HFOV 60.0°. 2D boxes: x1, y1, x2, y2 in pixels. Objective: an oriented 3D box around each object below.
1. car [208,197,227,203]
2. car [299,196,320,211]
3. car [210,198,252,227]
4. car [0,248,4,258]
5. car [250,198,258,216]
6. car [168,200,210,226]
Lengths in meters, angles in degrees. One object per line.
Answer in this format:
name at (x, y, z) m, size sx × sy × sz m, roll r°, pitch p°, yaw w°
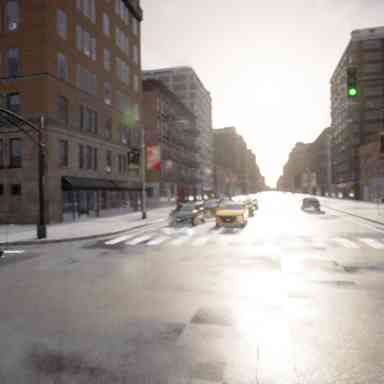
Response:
car at (1.938, 1.462, 33.123) m, size 1.882 × 1.535 × 5.008 m, roll -1°, pitch 0°, yaw 14°
car at (13.126, 1.275, 37.185) m, size 1.837 × 1.490 × 4.892 m, roll -1°, pitch 0°, yaw 14°
car at (2.801, 1.440, 22.916) m, size 1.882 × 1.535 × 5.008 m, roll -1°, pitch 0°, yaw 14°
car at (-8.665, 1.730, 10.538) m, size 5.357 × 1.411 × 2.033 m, roll -1°, pitch 0°, yaw 17°
car at (4.912, 1.490, 31.617) m, size 1.994 × 1.385 × 4.181 m, roll -1°, pitch 0°, yaw 13°
car at (-0.302, 1.527, 23.906) m, size 1.837 × 1.490 × 4.892 m, roll -1°, pitch 0°, yaw 14°
